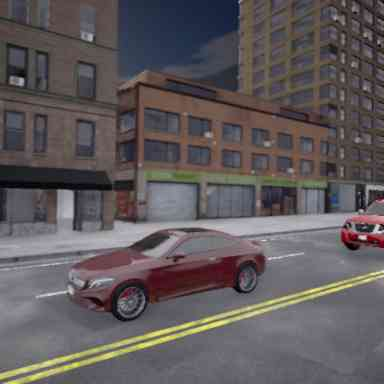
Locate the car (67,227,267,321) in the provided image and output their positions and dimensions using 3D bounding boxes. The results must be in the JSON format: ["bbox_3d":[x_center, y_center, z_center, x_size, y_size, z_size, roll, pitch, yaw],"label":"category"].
[{"bbox_3d":[-0.313,1.552,7.439,4.674,1.442,1.812,1,0,-35],"label":"car"}]

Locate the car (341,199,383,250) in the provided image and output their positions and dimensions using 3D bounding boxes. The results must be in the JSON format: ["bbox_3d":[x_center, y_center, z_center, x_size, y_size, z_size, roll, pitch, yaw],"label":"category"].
[{"bbox_3d":[8.461,1.317,13.643,5.566,2.045,2.150,0,0,-35],"label":"car"}]
